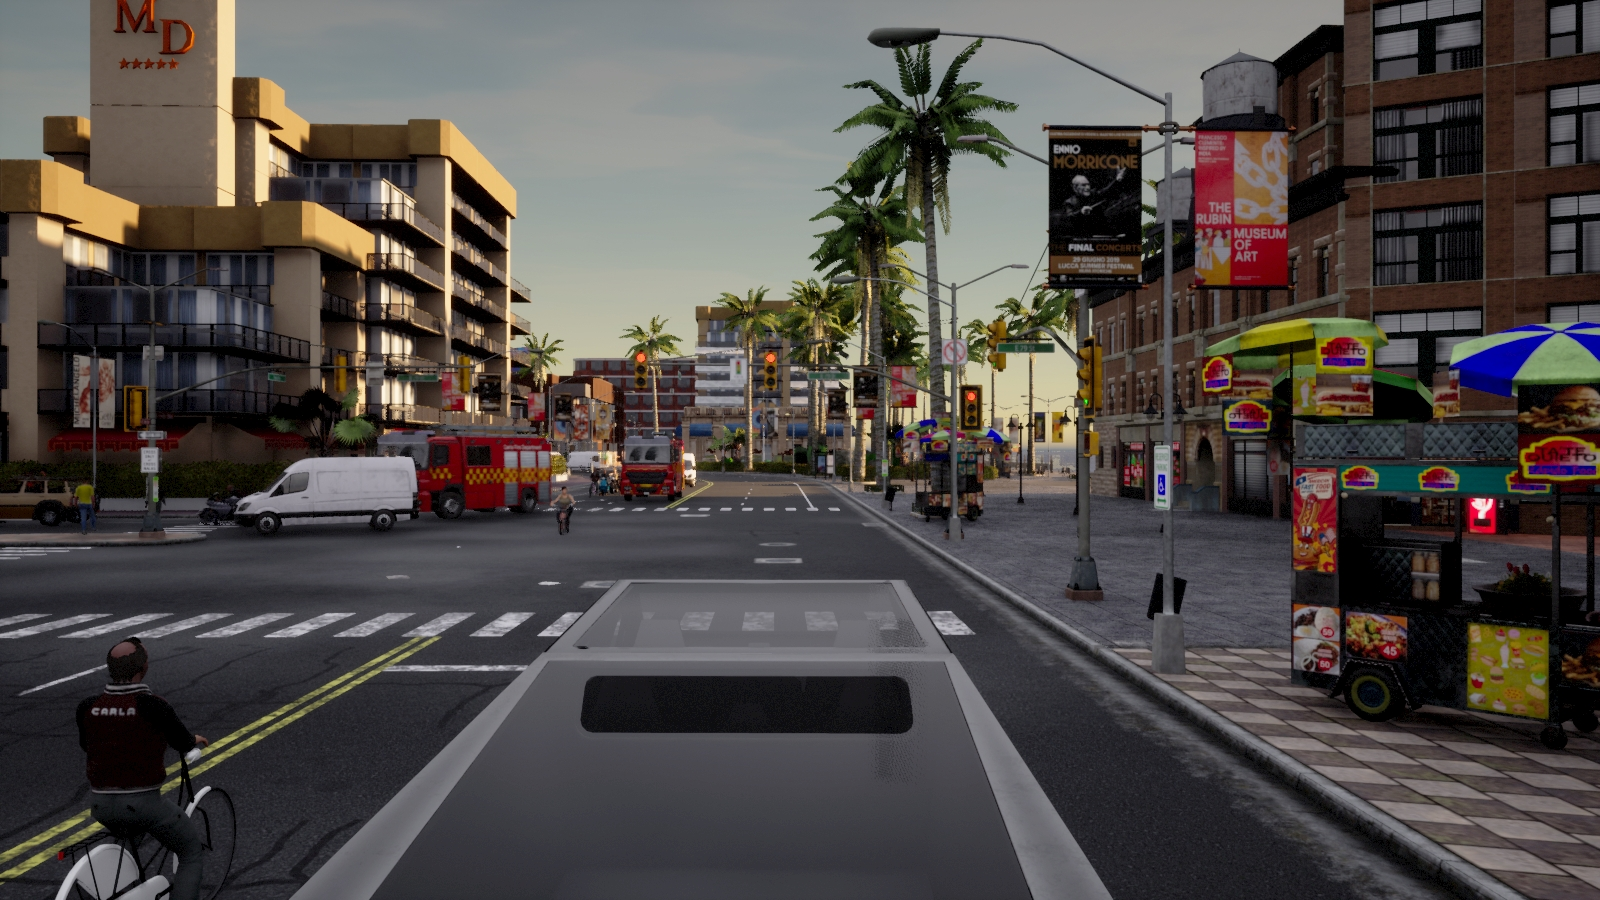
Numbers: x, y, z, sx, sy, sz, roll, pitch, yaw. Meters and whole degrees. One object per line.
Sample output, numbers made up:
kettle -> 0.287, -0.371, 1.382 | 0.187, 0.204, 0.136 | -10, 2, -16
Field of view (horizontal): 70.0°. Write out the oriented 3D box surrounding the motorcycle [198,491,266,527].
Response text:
motorcycle -> -21.346, 2.205, 42.951 | 2.209, 1.251, 0.867 | 0, 0, -20

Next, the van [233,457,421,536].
van -> -16.445, 1.534, 39.816 | 5.915, 2.561, 1.988 | 0, 0, -27

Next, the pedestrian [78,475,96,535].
pedestrian -> -22.355, 1.705, 35.826 | 0.375, 1.860, 0.375 | 0, 0, -14

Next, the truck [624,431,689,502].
truck -> -8.113, 0.890, 65.657 | 2.891, 3.827, 8.468 | 0, 0, -1

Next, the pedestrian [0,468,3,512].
pedestrian -> -34.290, 1.696, 48.724 | 0.375, 1.860, 0.375 | 0, 0, 2

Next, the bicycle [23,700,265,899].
bicycle -> -3.625, 2.210, 6.485 | 0.329, 1.171, 1.835 | 0, 0, 0

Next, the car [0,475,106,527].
car -> -28.515, 1.864, 42.176 | 4.605, 1.855, 1.932 | 0, 0, -3

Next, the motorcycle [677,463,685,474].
motorcycle -> -14.189, 2.182, 136.549 | 0.856, 1.236, 1.805 | 0, 0, -1

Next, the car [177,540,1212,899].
car -> -0.214, 1.754, 5.773 | 2.390, 2.098, 6.274 | 0, 0, 1

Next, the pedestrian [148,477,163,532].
pedestrian -> -22.055, 1.848, 39.100 | 0.375, 1.860, 0.375 | 0, 0, -17

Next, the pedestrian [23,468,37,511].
pedestrian -> -33.157, 1.696, 49.199 | 0.375, 1.860, 0.375 | 0, 0, -14

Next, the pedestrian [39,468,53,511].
pedestrian -> -32.475, 1.696, 49.201 | 0.375, 1.860, 0.375 | 0, 0, -8

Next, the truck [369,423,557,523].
truck -> -13.980, 0.890, 48.295 | 2.891, 3.827, 8.468 | 0, 0, 23
